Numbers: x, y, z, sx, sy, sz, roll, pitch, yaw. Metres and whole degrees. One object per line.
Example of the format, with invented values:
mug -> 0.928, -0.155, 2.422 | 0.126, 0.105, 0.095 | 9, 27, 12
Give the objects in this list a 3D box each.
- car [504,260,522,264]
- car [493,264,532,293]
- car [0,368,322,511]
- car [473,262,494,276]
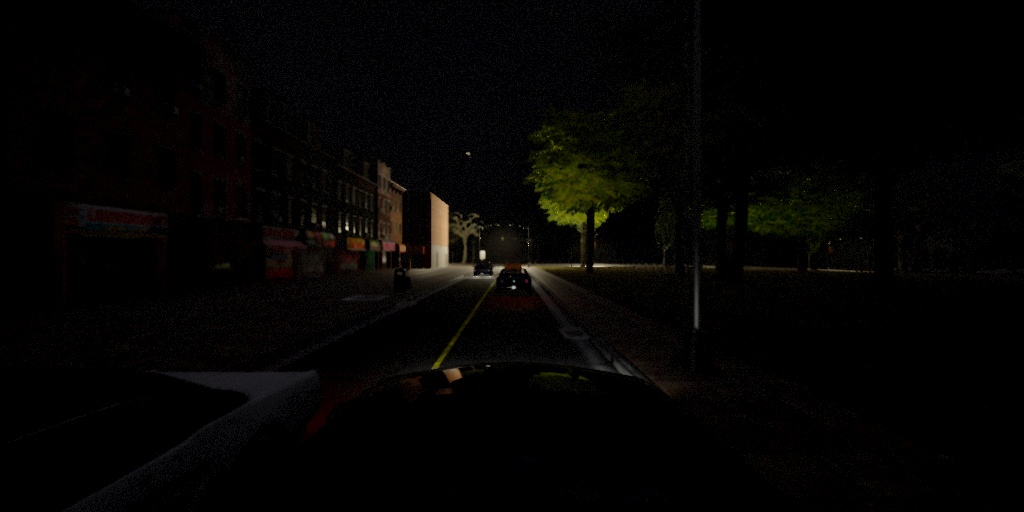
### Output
car -> 0.099, 1.233, 41.612 | 1.882, 1.535, 5.008 | 0, 0, 0
car -> 0.099, 1.332, 20.695 | 1.895, 1.301, 4.718 | 0, 0, 0
car -> -2.842, 1.352, 1.361 | 1.895, 1.301, 4.718 | 0, 0, 0
car -> -2.843, 1.290, 36.637 | 2.033, 1.411, 5.357 | 0, 0, 0
